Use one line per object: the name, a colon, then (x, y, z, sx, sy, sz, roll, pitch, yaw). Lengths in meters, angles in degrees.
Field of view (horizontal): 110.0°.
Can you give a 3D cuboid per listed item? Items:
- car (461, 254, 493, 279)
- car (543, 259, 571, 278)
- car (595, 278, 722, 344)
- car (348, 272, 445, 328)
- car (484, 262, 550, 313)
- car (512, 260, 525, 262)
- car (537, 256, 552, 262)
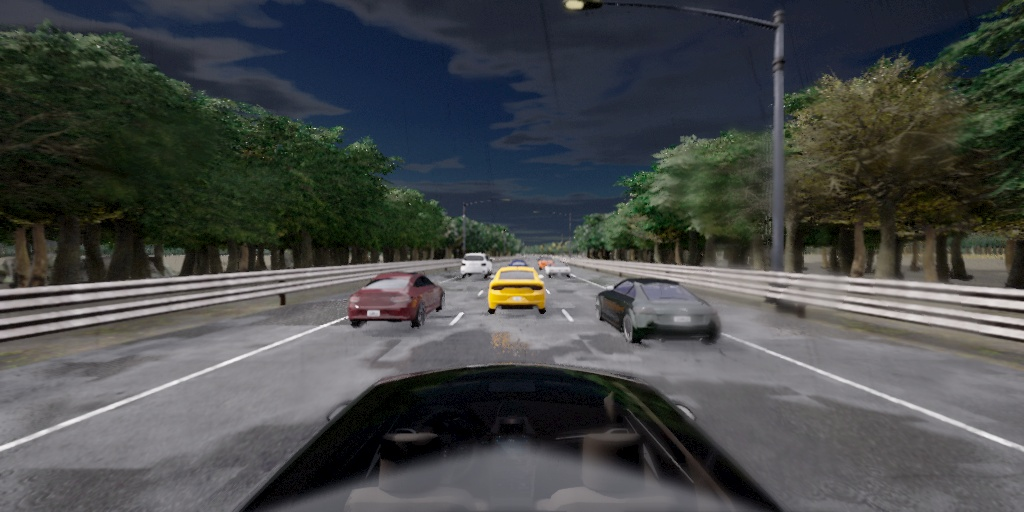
car: (-2.952, 0.822, 30.853, 2.150, 2.045, 5.566, 0, 0, 2)
car: (3.975, 1.201, 31.765, 1.895, 1.301, 4.718, 0, 0, 2)
car: (3.544, 1.268, 9.428, 1.994, 1.385, 4.181, 0, 0, 0)
car: (-3.347, 1.214, 11.032, 1.812, 1.442, 4.674, 0, 0, 1)
car: (0.190, 1.153, 13.616, 1.882, 1.535, 5.008, 0, 1, 1)
car: (0.613, 1.121, 32.749, 1.812, 1.442, 4.674, 0, 0, 2)
car: (4.595, 0.924, 47.627, 2.097, 1.767, 4.553, 0, 0, 3)
